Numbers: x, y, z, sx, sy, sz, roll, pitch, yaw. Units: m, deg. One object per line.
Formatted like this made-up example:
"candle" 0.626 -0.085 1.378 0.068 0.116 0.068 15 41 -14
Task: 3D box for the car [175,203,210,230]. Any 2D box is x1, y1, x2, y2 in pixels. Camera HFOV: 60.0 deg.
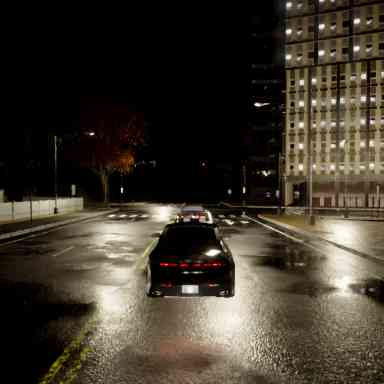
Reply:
"car" 0.046 1.545 22.324 2.033 1.411 5.357 0 0 0

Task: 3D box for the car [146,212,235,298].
"car" -0.020 1.503 8.478 1.837 1.490 4.892 0 0 0

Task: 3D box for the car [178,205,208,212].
"car" 0.105 1.486 13.301 2.128 1.511 4.902 0 0 0
